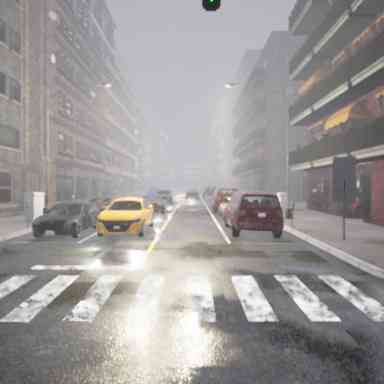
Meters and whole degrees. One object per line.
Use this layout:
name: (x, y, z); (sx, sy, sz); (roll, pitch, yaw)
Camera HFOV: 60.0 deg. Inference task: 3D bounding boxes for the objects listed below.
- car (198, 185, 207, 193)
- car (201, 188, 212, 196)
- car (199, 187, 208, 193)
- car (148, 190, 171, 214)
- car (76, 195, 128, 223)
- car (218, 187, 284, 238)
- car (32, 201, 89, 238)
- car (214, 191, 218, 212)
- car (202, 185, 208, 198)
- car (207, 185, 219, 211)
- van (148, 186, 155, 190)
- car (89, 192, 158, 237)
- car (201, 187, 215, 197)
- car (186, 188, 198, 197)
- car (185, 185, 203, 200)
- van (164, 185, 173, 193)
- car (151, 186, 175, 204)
car: (2.520, -0.824, 81.377); (2.192, 1.841, 5.009); (1, 1, 0)
car: (2.533, -0.039, 59.133); (1.802, 1.307, 4.206); (1, 1, 0)
car: (2.521, -0.444, 75.819); (1.947, 1.339, 4.313); (1, 1, 0)
car: (-2.863, 0.820, 24.384); (1.994, 1.385, 4.181); (0, 2, 0)
car: (-5.313, 0.935, 20.172); (1.947, 1.339, 4.313); (1, 2, 0)
car: (2.577, 0.865, 14.658); (2.192, 1.841, 5.009); (1, 2, 0)
car: (-5.308, 1.094, 14.613); (1.947, 1.339, 4.313); (1, 2, 0)
car: (2.568, 0.911, 20.391); (1.752, 1.417, 4.829); (1, 2, 0)
car: (2.547, -0.039, 48.004); (2.192, 1.841, 5.009); (1, 1, 0)
car: (2.567, 0.548, 25.778); (2.192, 1.841, 5.009); (1, 2, 0)
van: (-5.332, -0.034, 47.962); (1.690, 1.788, 3.998); (1, 1, 0)
car: (-2.857, 0.999, 15.116); (1.882, 1.535, 5.008); (0, 2, 0)
car: (2.540, -0.048, 53.570); (1.967, 1.590, 4.097); (1, 1, 0)
car: (0.023, 0.038, 54.846); (1.994, 1.385, 4.181); (0, 1, 0)
car: (0.068, 0.217, 44.613); (2.128, 1.511, 4.902); (0, 1, 0)
van: (-5.355, -0.690, 75.775); (1.690, 1.788, 3.998); (1, 1, 0)
car: (-2.863, 0.476, 34.805); (1.837, 1.490, 4.892); (0, 2, 0)
